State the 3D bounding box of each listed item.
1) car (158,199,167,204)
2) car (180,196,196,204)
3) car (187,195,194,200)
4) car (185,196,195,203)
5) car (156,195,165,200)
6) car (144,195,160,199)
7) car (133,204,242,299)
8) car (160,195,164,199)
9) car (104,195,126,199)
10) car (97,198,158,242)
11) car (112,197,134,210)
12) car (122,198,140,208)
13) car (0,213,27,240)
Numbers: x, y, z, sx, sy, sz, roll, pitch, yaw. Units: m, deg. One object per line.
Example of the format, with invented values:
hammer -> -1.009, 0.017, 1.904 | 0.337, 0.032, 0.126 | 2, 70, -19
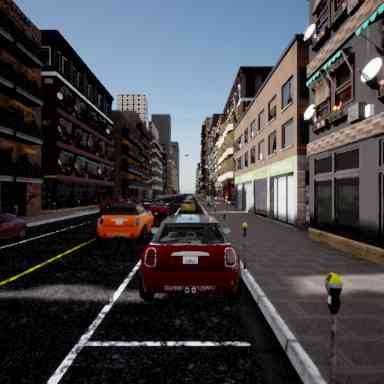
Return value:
car -> -3.132, 1.601, 31.327 | 1.895, 1.301, 4.718 | 0, 0, 0
car -> -0.454, 1.525, 37.323 | 1.752, 1.417, 4.829 | 0, 0, 0
car -> -0.452, 1.513, 93.685 | 1.752, 1.417, 4.829 | 0, 0, 0
car -> -0.453, 1.545, 70.970 | 2.008, 1.369, 4.403 | 0, 0, 0
car -> -8.834, 1.539, 93.519 | 2.008, 1.369, 4.403 | 0, 0, 0
car -> -6.164, 1.491, 46.624 | 2.128, 1.511, 4.902 | 0, 0, 0
car -> -0.032, 1.353, 8.619 | 2.097, 1.767, 4.553 | 0, 0, 0
car -> -8.834, 1.541, 87.882 | 2.008, 1.369, 4.403 | 0, 0, 0
car -> -8.833, 1.314, 37.157 | 2.192, 1.841, 5.009 | 0, 0, 0
car -> -3.129, 1.352, 16.504 | 2.097, 1.767, 4.553 | 0, 0, 0
car -> -8.834, 1.439, 42.793 | 1.967, 1.590, 4.097 | 0, 0, 0
car -> -8.834, 1.543, 48.430 | 1.887, 1.381, 4.507 | 0, 0, 0
car -> -8.835, 1.583, 14.612 | 1.802, 1.307, 4.206 | 0, 0, 0
